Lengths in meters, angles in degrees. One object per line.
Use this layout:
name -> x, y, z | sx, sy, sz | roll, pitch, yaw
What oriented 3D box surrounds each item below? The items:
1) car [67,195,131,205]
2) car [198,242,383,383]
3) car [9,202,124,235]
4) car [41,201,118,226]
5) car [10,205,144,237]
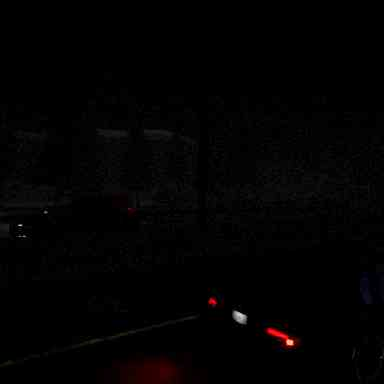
car -> -6.417, 1.179, 20.333 | 5.566, 2.045, 2.150 | 0, 0, -30
car -> 2.724, 1.536, 5.222 | 5.357, 1.411, 2.033 | 0, 0, -30
car -> -6.195, 1.457, 16.338 | 4.902, 1.511, 2.128 | 0, 0, -32
car -> -7.902, 1.456, 23.466 | 4.892, 1.490, 1.837 | 0, 0, -31
car -> -4.372, 1.477, 13.346 | 4.892, 1.490, 1.837 | 0, 0, -31
